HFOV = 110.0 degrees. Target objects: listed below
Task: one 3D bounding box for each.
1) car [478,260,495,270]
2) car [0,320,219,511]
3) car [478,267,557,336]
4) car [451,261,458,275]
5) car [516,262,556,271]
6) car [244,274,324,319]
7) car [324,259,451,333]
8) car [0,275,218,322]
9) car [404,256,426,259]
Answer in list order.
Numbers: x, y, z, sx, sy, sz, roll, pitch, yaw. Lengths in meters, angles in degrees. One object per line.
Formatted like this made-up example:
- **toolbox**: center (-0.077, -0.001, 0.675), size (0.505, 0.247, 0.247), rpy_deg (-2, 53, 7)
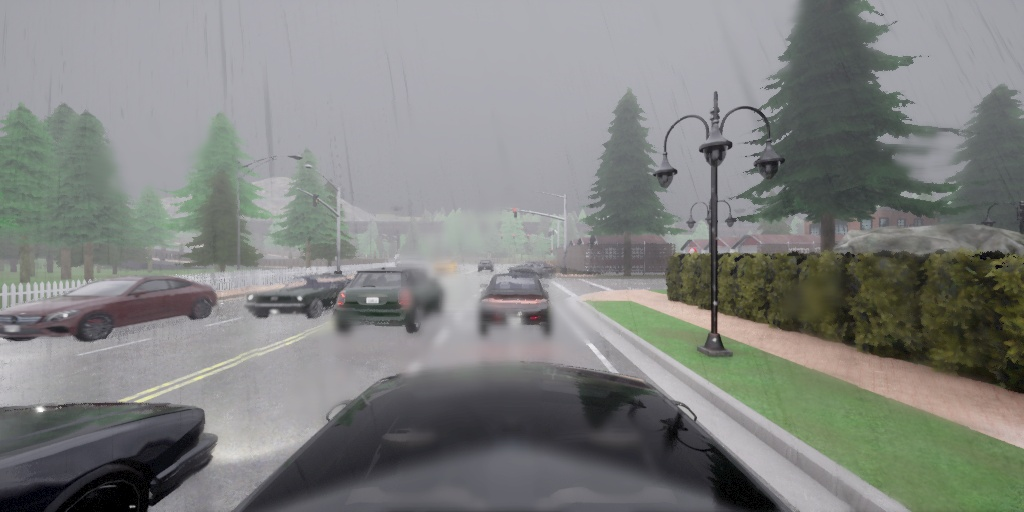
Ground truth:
- **car**: center (-3.308, 1.255, 46.003), size (1.837, 1.490, 4.892), rpy_deg (0, 0, 0)
- **car**: center (-3.405, 1.297, 0.509), size (2.033, 1.411, 5.357), rpy_deg (0, 0, 0)
- **car**: center (0.101, 1.242, 10.394), size (2.128, 1.511, 4.902), rpy_deg (0, 0, 0)
- **car**: center (-7.014, 1.227, 38.327), size (1.882, 1.535, 5.008), rpy_deg (0, 0, 0)
- **car**: center (1.593, 1.240, 30.313), size (2.128, 1.511, 4.902), rpy_deg (-1, 1, -40)
- **car**: center (-7.077, 1.351, 12.889), size (1.895, 1.301, 4.718), rpy_deg (0, 0, 0)
- **car**: center (-3.395, 1.102, 10.876), size (2.097, 1.767, 4.553), rpy_deg (0, 0, 0)
- **car**: center (-10.569, 1.276, 9.912), size (1.812, 1.442, 4.674), rpy_deg (0, 0, 0)
- **car**: center (-10.517, 0.972, 38.205), size (2.150, 2.045, 5.566), rpy_deg (0, 0, 0)
